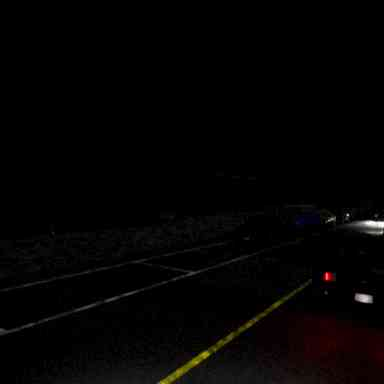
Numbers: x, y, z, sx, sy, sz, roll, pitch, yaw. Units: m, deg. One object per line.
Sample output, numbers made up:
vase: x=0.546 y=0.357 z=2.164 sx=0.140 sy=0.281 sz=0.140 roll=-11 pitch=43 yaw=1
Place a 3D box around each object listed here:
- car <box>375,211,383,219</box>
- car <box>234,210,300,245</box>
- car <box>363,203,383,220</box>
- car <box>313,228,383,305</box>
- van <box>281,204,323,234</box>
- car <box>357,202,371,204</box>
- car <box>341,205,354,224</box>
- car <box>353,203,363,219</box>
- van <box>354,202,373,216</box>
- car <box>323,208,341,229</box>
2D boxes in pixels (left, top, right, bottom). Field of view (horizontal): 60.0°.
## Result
car: x=11.355 y=1.910 z=17.737 sx=2.033 sy=1.411 sz=5.357 roll=0 pitch=-1 yaw=35
car: x=3.807 y=1.833 z=17.227 sx=1.947 sy=1.339 sz=4.313 roll=0 pitch=-1 yaw=35
car: x=19.737 y=2.182 z=35.054 sx=2.128 sy=1.511 sz=4.902 roll=0 pitch=-1 yaw=36
car: x=4.536 y=1.759 z=8.105 sx=1.895 sy=1.301 sz=4.718 roll=0 pitch=-1 yaw=35
van: x=6.949 y=1.703 z=21.668 sx=1.690 sy=1.788 sz=3.998 roll=0 pitch=-1 yaw=35
car: x=19.509 y=2.183 z=39.419 sx=1.967 sy=1.590 sz=4.097 roll=0 pitch=-1 yaw=35
car: x=13.227 y=2.118 z=30.541 sx=1.947 sy=1.339 sz=4.313 roll=0 pitch=-1 yaw=35
car: x=16.270 y=2.170 z=34.841 sx=1.752 sy=1.417 sz=4.829 roll=0 pitch=-1 yaw=35
van: x=22.651 y=2.180 z=43.859 sx=1.690 sy=1.788 sz=3.998 roll=0 pitch=-1 yaw=35
car: x=9.990 y=1.979 z=25.965 sx=1.752 sy=1.417 sz=4.829 roll=0 pitch=-1 yaw=35
